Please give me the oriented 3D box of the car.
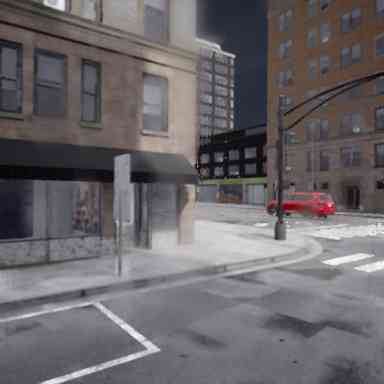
[{"bbox_3d":[8.655,1.074,26.857,2.150,2.045,5.566,1,0,-36],"label":"car"}]
